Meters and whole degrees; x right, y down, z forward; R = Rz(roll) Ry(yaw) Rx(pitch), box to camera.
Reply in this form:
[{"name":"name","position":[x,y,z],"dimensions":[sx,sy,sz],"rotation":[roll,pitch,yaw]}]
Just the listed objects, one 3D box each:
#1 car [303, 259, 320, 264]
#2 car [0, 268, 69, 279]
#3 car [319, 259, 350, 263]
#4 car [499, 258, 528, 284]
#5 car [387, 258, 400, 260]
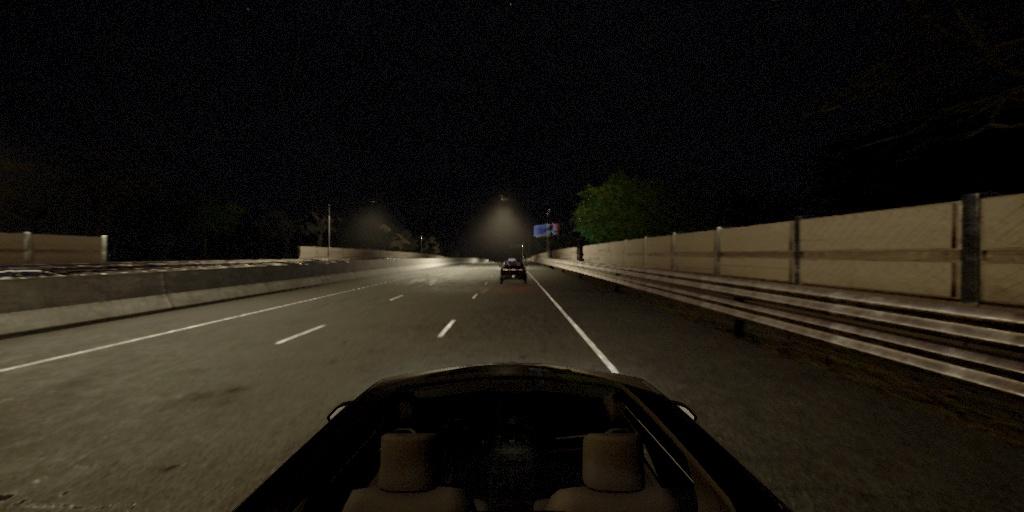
[{"name":"car","position":[-24.528,1.077,45.186],"dimensions":[2.033,1.411,5.357],"rotation":[0,0,1]},{"name":"car","position":[-17.587,1.170,11.992],"dimensions":[2.128,1.511,4.902],"rotation":[0,0,0]},{"name":"car","position":[-21.049,1.132,43.846],"dimensions":[1.895,1.301,4.718],"rotation":[0,0,1]},{"name":"car","position":[0.101,1.085,25.423],"dimensions":[2.128,1.511,4.902],"rotation":[0,0,0]},{"name":"car","position":[-17.528,1.018,52.971],"dimensions":[2.128,1.511,4.902],"rotation":[0,0,1]}]
